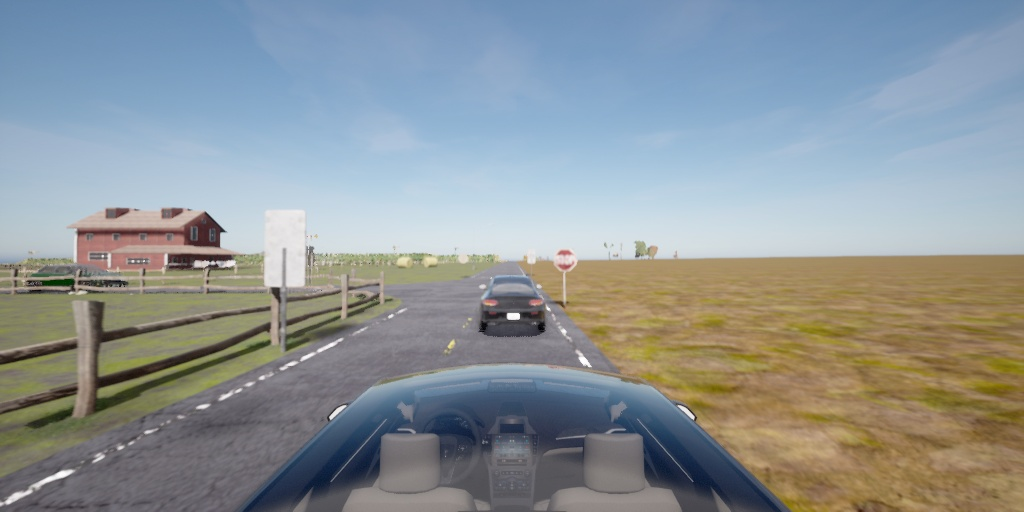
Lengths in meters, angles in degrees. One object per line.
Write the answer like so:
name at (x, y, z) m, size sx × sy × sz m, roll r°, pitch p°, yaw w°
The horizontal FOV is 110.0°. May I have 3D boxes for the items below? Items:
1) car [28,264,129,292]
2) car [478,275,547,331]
car at (-27.354, 1.316, 22.748) m, size 4.553 × 1.767 × 2.097 m, roll 0°, pitch -1°, yaw 0°
car at (-0.033, 1.315, 11.060) m, size 1.812 × 1.442 × 4.674 m, roll 0°, pitch 0°, yaw -2°
